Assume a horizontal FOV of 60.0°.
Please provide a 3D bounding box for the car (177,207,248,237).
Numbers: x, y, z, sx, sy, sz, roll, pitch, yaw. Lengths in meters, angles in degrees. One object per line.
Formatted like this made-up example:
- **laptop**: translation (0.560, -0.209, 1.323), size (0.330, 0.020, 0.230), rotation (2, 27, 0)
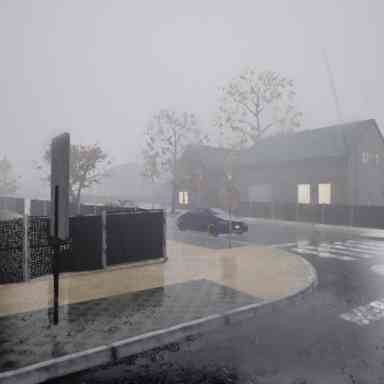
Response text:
- **car**: translation (0.995, 1.492, 17.652), size (1.994, 1.385, 4.181), rotation (1, 0, -37)

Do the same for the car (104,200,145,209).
- **car**: translation (-5.254, 1.369, 25.922), size (2.128, 1.511, 4.902), rotation (1, 0, -37)

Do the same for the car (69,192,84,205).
- **car**: translation (-14.050, 1.021, 37.592), size (2.150, 2.045, 5.566), rotation (1, 1, -37)
